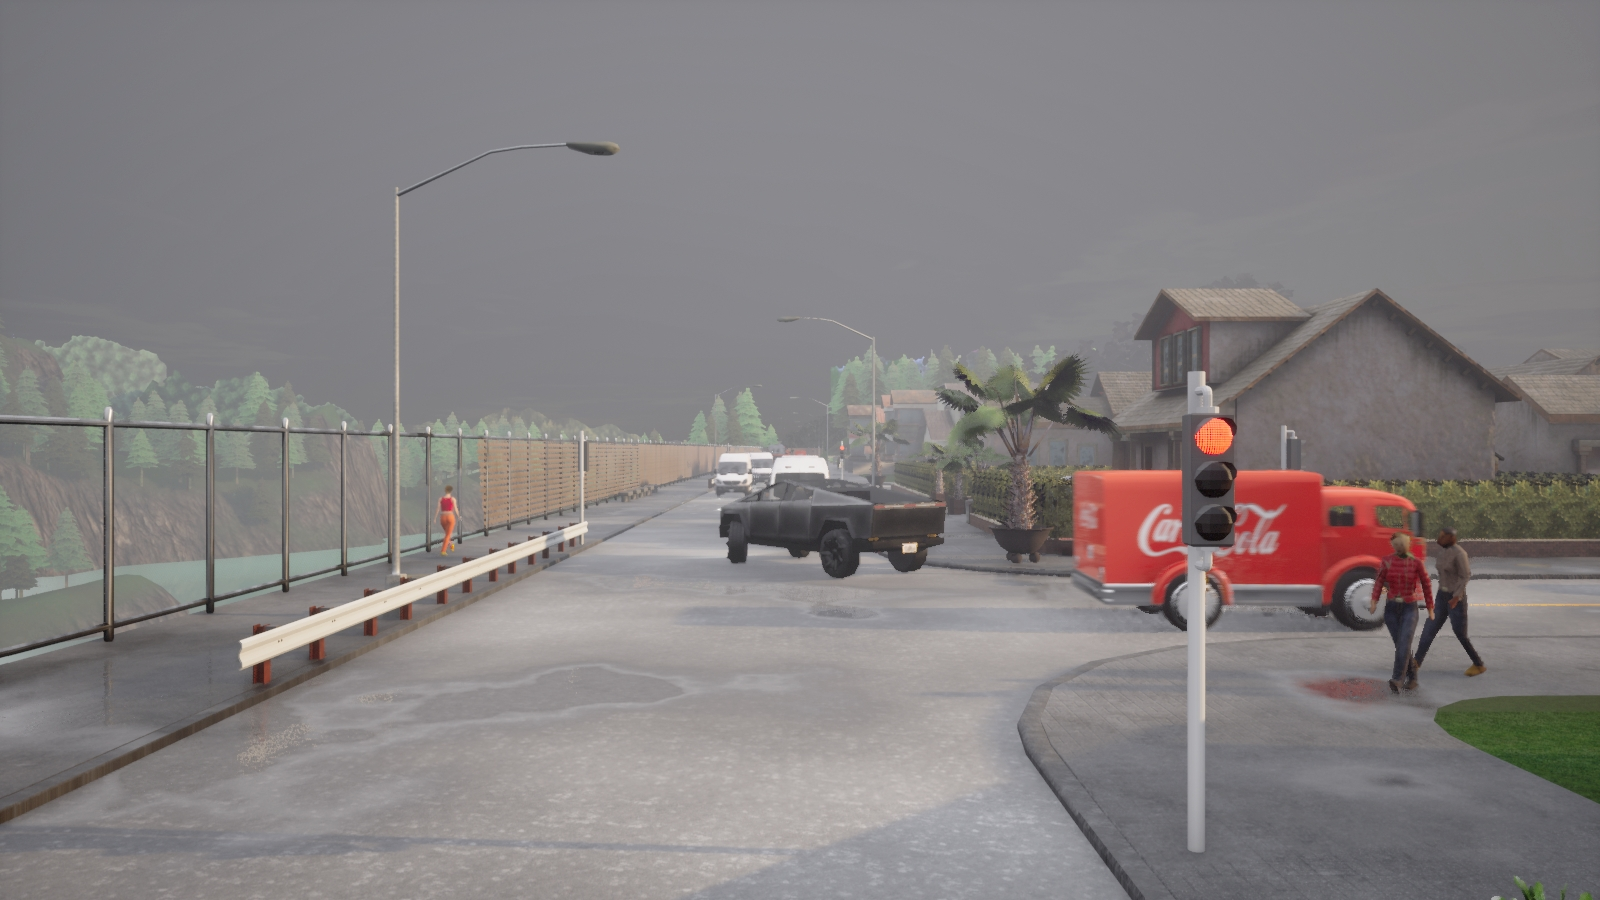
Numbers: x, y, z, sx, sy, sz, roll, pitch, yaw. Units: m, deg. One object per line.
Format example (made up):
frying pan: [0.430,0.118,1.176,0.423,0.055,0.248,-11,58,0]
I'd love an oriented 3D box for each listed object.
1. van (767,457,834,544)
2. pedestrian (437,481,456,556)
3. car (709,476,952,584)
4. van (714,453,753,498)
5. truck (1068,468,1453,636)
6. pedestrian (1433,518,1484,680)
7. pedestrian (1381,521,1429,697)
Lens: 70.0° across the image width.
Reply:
van: [0.006,1.511,36.872,1.988,2.561,5.915,0,0,0]
pedestrian: [-8.883,1.726,28.706,0.375,1.860,0.375,0,0,0]
car: [0.520,1.736,26.916,2.390,2.098,6.274,0,0,-36]
van: [-3.981,1.492,69.371,1.988,2.561,5.915,0,0,0]
truck: [7.244,1.555,18.557,5.204,2.467,2.627,0,0,2]
pedestrian: [7.734,1.736,13.424,0.375,1.860,0.375,0,0,-6]
pedestrian: [6.688,1.737,12.625,0.375,1.860,0.375,0,0,-45]
